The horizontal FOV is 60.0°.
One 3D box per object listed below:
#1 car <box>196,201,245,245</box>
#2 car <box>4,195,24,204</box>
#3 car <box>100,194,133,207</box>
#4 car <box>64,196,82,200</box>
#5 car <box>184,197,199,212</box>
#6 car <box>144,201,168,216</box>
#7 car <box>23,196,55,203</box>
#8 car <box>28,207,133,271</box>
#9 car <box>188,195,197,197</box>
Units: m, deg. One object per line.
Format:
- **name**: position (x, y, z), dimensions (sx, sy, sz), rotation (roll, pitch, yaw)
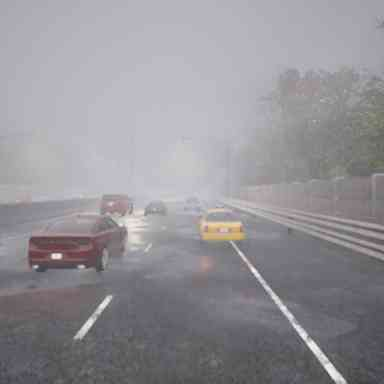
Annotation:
- **car**: position (1.231, 1.427, 15.299), dimensions (1.801, 1.575, 5.366), rotation (0, 0, 0)
- **car**: position (-24.549, 1.285, 47.138), dimensions (2.097, 1.767, 4.553), rotation (0, 0, 0)
- **car**: position (-6.893, 1.173, 30.789), dimensions (2.150, 2.045, 5.566), rotation (0, 0, 0)
- **car**: position (-17.548, 1.437, 49.259), dimensions (1.837, 1.490, 4.892), rotation (0, 0, 0)
- **car**: position (0.057, 1.542, 38.395), dimensions (1.895, 1.301, 4.718), rotation (0, 0, 1)
- **car**: position (-3.385, 1.514, 32.076), dimensions (1.994, 1.385, 4.181), rotation (0, 0, 0)
- **car**: position (-21.061, 1.481, 46.930), dimensions (2.033, 1.411, 5.357), rotation (0, 0, 0)
- **car**: position (-3.394, 1.455, 10.818), dimensions (1.882, 1.535, 5.008), rotation (0, 0, 0)
- **car**: position (0.020, 1.280, 50.527), dimensions (2.097, 1.767, 4.553), rotation (0, 0, 0)
